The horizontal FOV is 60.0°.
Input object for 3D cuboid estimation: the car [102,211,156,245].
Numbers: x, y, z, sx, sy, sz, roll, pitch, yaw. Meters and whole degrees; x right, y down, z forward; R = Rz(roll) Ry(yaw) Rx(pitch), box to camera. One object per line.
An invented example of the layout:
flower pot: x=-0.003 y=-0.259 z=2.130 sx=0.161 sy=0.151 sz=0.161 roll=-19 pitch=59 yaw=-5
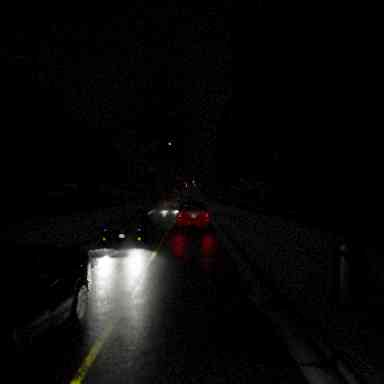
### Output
car: x=-2.817 y=1.587 z=15.411 sx=1.994 sy=1.385 sz=4.181 roll=0 pitch=0 yaw=1

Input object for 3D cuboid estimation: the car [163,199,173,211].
car: x=-2.847 y=1.680 z=45.006 sx=1.882 sy=1.535 sz=5.008 roll=0 pitch=-1 yaw=0

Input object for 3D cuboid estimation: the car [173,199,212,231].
car: x=0.095 y=1.388 z=20.991 sx=2.097 sy=1.767 sz=4.553 roll=0 pitch=0 yaw=0

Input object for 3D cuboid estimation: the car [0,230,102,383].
car: x=-2.845 y=1.481 z=4.332 sx=1.882 sy=1.535 sz=5.008 roll=0 pitch=0 yaw=0

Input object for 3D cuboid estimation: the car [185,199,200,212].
car: x=0.092 y=1.680 z=42.511 sx=1.837 sy=1.490 sz=4.892 roll=0 pitch=-1 yaw=0
